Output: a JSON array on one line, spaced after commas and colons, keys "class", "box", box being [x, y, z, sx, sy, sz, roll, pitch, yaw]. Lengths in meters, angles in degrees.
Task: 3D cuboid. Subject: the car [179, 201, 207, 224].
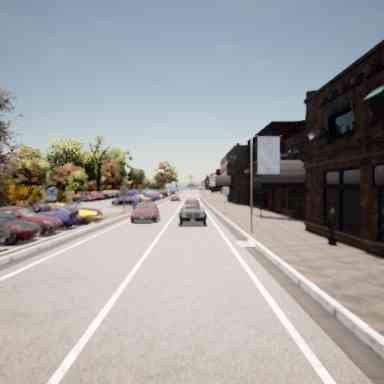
[{"class": "car", "box": [0.056, 1.559, 24.052, 1.895, 1.301, 4.718, 0, 0, 0]}]

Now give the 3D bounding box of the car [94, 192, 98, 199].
[{"class": "car", "box": [-21.965, 1.245, 66.165, 4.792, 1.488, 2.163, 0, 0, 0]}]

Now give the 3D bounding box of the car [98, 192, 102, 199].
[{"class": "car", "box": [-21.953, 1.237, 68.989, 4.792, 1.488, 2.163, 0, 0, 0]}]

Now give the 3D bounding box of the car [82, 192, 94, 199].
[{"class": "car", "box": [-22.014, 1.225, 63.467, 4.892, 1.521, 2.231, 0, 0, 0]}]

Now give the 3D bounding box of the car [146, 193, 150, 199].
[{"class": "car", "box": [-9.481, 1.300, 52.151, 4.674, 1.452, 2.002, 0, 0, 0]}]

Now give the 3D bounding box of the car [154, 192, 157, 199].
[{"class": "car", "box": [-9.437, 1.234, 60.628, 5.008, 1.535, 2.097, 0, 0, 0]}]

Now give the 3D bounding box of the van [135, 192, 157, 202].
[{"class": "van", "box": [-9.522, 0.982, 69.104, 4.442, 1.987, 1.878, 0, 0, 0]}]

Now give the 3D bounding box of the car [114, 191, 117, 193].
[{"class": "car", "box": [-21.947, 1.070, 83.254, 4.792, 1.488, 2.163, 0, 1, 0]}]

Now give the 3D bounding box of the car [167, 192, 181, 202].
[{"class": "car", "box": [-3.339, 1.303, 67.062, 1.994, 1.385, 4.181, 0, 1, 0]}]

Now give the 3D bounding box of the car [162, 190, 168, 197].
[{"class": "car", "box": [-9.339, 1.041, 83.253, 5.008, 1.535, 2.097, 0, 1, 0]}]

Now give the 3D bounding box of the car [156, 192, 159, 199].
[{"class": "car", "box": [-9.435, 1.225, 63.453, 5.008, 1.535, 2.097, 0, 0, 0]}]

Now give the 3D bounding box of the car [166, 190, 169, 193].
[{"class": "car", "box": [-9.322, 0.964, 88.904, 4.674, 1.452, 2.002, 0, 1, 0]}]

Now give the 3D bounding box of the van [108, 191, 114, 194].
[{"class": "van", "box": [-21.810, 0.874, 80.422, 4.442, 1.987, 1.878, 0, 1, 0]}]

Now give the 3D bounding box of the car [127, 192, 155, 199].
[{"class": "car", "box": [-9.640, 1.240, 57.802, 5.366, 1.575, 1.946, 0, 0, 0]}]

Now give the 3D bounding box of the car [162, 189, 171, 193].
[{"class": "car", "box": [-9.336, 0.614, 91.723, 5.566, 2.045, 2.435, 0, 1, 0]}]

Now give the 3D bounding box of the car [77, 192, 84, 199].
[{"class": "car", "box": [-22.029, 1.242, 57.695, 5.008, 1.535, 2.097, 0, 0, 0]}]

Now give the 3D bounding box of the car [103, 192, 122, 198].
[{"class": "car", "box": [-21.883, 0.866, 91.721, 4.892, 1.521, 2.231, 0, 1, 0]}]

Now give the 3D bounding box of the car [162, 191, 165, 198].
[{"class": "car", "box": [-9.371, 1.193, 77.595, 4.674, 1.452, 2.002, 0, 1, 0]}]

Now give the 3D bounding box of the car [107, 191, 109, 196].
[{"class": "car", "box": [-21.951, 1.186, 74.648, 5.008, 1.535, 2.097, 0, 0, 0]}]

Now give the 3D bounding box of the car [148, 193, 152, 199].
[{"class": "car", "box": [-9.469, 1.291, 54.976, 4.674, 1.452, 2.002, 0, 0, 0]}]

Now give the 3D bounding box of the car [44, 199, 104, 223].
[{"class": "car", "box": [-9.158, 1.492, 23.347, 5.366, 1.575, 1.946, 0, 0, 0]}]

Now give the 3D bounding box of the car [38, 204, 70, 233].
[{"class": "car", "box": [-9.355, 1.542, 17.782, 4.674, 1.452, 2.002, 0, 0, 0]}]

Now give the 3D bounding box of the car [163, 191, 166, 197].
[{"class": "car", "box": [-9.354, 1.140, 80.429, 4.674, 1.452, 2.002, 0, 1, 0]}]

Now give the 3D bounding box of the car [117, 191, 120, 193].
[{"class": "car", "box": [-21.872, 0.859, 85.948, 4.553, 1.767, 2.185, 0, 1, 0]}]

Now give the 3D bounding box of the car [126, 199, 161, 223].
[{"class": "car", "box": [-3.395, 1.482, 24.896, 1.812, 1.442, 4.674, 0, 0, 0]}]

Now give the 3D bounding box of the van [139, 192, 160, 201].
[{"class": "van", "box": [-9.498, 0.961, 74.635, 4.442, 1.987, 1.878, 0, 0, 0]}]

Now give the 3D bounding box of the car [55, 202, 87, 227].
[{"class": "car", "box": [-9.377, 1.528, 20.565, 4.792, 1.488, 2.163, 0, 0, 0]}]

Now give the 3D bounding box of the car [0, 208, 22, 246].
[{"class": "car", "box": [-9.356, 1.510, 12.215, 4.892, 1.521, 2.231, 0, 0, 0]}]

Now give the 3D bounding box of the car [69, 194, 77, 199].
[{"class": "car", "box": [-22.015, 1.125, 54.995, 4.553, 1.767, 2.185, 0, 0, 0]}]

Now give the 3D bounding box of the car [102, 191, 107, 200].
[{"class": "car", "box": [-21.941, 0.947, 71.812, 5.566, 2.045, 2.435, 0, 0, 0]}]

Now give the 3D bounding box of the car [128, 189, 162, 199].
[{"class": "car", "box": [-9.389, 0.965, 66.278, 5.566, 2.045, 2.435, 0, 0, 0]}]

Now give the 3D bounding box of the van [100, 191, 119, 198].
[{"class": "van", "box": [-22.007, 0.698, 88.893, 4.442, 1.987, 1.878, 0, 1, 0]}]

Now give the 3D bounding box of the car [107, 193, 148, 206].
[{"class": "car", "box": [-9.520, 1.298, 49.324, 4.792, 1.488, 2.163, 0, 0, 0]}]

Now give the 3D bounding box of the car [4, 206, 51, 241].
[{"class": "car", "box": [-9.328, 1.535, 14.998, 4.792, 1.488, 2.163, 0, 0, 0]}]

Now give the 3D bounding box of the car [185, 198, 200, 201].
[{"class": "car", "box": [0.023, 1.480, 41.305, 1.994, 1.385, 4.181, 0, 0, 0]}]
